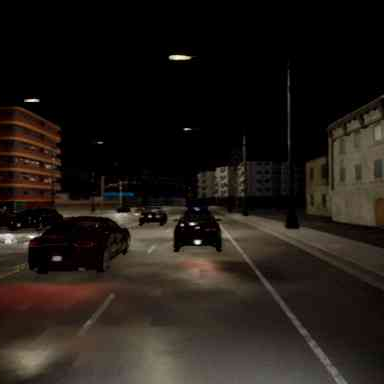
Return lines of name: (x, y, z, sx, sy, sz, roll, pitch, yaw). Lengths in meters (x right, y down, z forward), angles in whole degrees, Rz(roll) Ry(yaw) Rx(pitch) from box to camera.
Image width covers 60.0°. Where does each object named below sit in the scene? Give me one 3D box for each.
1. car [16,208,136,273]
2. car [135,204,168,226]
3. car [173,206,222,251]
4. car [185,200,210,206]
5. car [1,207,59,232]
car: (-3.321, 1.513, 10.758, 1.882, 1.535, 5.008, 0, 0, 1)
car: (-3.069, 1.944, 27.050, 2.033, 1.411, 5.357, 0, -2, 1)
car: (0.236, 1.559, 14.263, 1.837, 1.490, 4.892, 0, -1, 1)
car: (0.503, 1.771, 31.808, 2.150, 2.045, 5.566, 0, -2, 1)
car: (-10.339, 1.800, 22.347, 1.837, 1.490, 4.892, 0, -2, 1)
